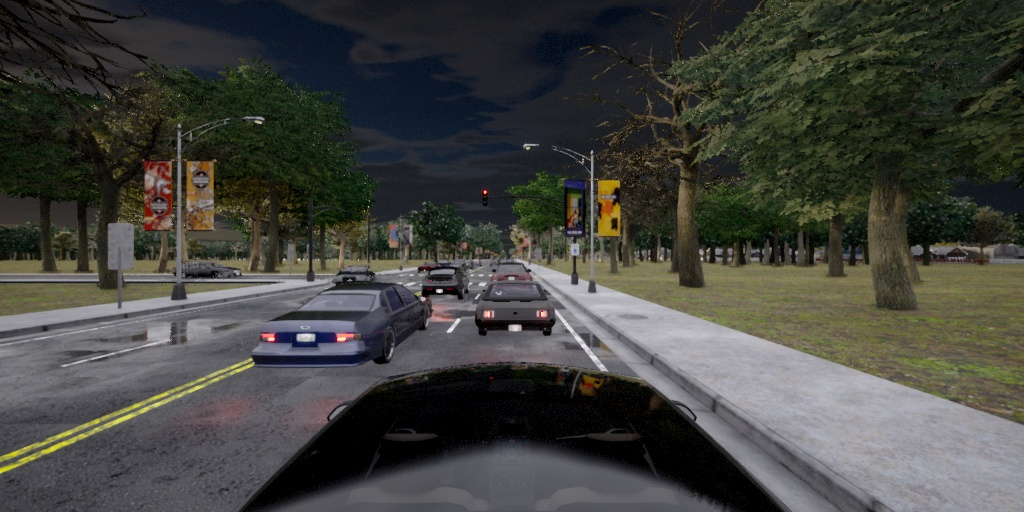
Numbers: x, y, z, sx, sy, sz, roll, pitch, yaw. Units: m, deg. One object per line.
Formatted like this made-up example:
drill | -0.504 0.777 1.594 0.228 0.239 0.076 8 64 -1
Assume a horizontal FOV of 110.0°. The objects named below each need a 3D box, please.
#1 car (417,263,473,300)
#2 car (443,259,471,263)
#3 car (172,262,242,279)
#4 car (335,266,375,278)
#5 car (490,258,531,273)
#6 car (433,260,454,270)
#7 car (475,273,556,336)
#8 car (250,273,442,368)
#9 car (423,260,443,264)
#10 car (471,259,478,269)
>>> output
car | -3.199 1.257 17.838 1.837 1.490 4.892 0 0 -2
car | -6.793 1.254 44.892 2.128 1.511 4.902 0 0 0
car | -25.189 1.220 29.744 4.902 1.511 2.128 0 0 0
car | -10.126 1.317 23.424 1.994 1.385 4.181 0 0 -11
car | -0.015 1.104 19.364 2.097 1.767 4.553 0 0 0
car | -10.080 1.316 53.094 2.033 1.411 5.357 0 0 0
car | 0.067 1.351 10.378 1.895 1.301 4.718 0 0 0
car | -3.173 1.298 8.004 2.033 1.411 5.357 0 0 0
car | -10.038 1.363 43.402 1.895 1.301 4.718 0 0 0
car | -6.833 1.261 54.228 2.128 1.511 4.902 0 0 0
